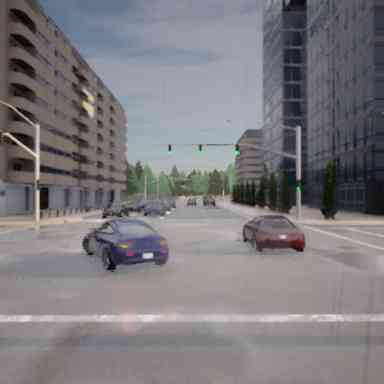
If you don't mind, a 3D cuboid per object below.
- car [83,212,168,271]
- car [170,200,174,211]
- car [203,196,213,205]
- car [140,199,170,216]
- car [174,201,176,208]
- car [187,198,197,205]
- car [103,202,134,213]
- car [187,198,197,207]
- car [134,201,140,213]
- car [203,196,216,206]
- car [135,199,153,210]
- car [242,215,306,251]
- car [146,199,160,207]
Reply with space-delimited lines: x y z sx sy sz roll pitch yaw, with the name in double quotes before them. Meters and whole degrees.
"car" -2.367 1.642 11.389 1.812 1.442 4.674 1 -1 -29
"car" -3.846 1.889 45.329 1.812 1.442 4.674 0 0 1
"car" 3.591 1.824 74.651 2.150 2.045 5.566 0 0 1
"car" -3.914 1.640 35.844 2.097 1.767 4.553 0 0 0
"car" -3.646 1.995 55.797 2.033 1.411 5.357 0 0 1
"car" 0.091 2.123 74.627 2.128 1.511 4.902 0 0 1
"car" -7.429 1.769 32.886 1.837 1.490 4.892 0 0 1
"car" -0.035 2.063 64.283 2.033 1.411 5.357 0 0 1
"car" -7.377 1.899 41.780 1.994 1.385 4.181 0 0 2
"car" 3.467 1.869 64.488 2.097 1.767 4.553 0 0 1
"car" -7.253 1.883 50.596 1.882 1.535 5.008 0 0 1
"car" 3.477 1.710 14.789 1.994 1.385 4.181 0 0 -1
"car" -7.077 1.993 60.954 1.837 1.490 4.892 0 0 1
